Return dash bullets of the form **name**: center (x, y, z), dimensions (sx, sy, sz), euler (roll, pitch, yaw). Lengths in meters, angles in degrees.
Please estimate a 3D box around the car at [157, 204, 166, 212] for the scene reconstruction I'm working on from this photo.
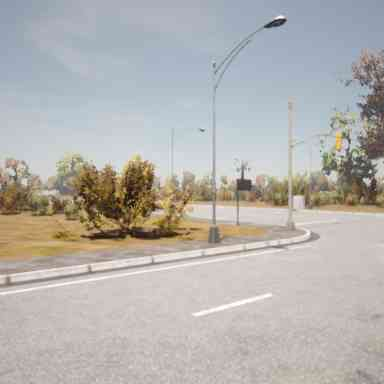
- **car**: center (-5.190, 1.493, 38.349), dimensions (1.812, 1.442, 4.674), euler (0, 0, -39)

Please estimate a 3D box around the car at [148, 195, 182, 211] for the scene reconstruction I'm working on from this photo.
- **car**: center (-3.430, 1.312, 41.751), dimensions (2.097, 1.767, 4.553), euler (0, 0, -39)
